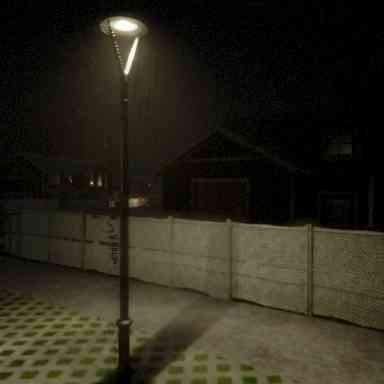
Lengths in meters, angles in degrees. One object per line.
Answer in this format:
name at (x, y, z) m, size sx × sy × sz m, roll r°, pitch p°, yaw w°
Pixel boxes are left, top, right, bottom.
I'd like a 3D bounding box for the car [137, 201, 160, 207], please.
car at (-5.681, 1.900, 44.925) m, size 1.895 × 1.301 × 4.718 m, roll 1°, pitch 0°, yaw 17°
